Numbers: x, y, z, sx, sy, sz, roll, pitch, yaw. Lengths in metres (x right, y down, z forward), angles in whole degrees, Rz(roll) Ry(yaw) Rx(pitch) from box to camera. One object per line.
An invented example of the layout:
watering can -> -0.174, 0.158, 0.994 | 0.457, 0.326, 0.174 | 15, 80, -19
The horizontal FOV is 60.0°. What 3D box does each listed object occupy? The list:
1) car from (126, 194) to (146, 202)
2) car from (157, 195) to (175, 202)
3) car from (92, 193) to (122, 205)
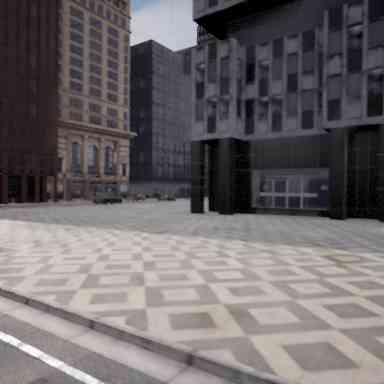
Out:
car -> -11.276, 1.139, 67.308 | 1.812, 1.442, 4.674 | 1, 1, 35
car -> -5.459, 1.257, 70.337 | 1.812, 1.442, 4.674 | 1, 1, 35
car -> -14.587, 1.214, 57.436 | 2.150, 2.045, 5.566 | 1, 1, 35
